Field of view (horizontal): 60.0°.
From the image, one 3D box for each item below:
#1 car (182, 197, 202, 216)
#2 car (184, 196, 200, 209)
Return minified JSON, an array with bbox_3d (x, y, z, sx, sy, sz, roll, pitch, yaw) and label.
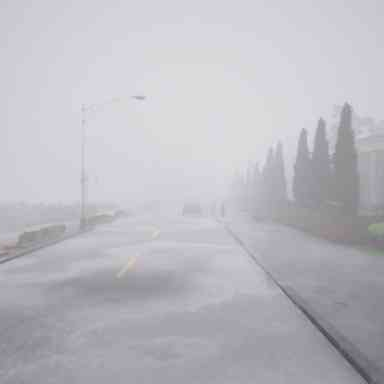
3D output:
[{"bbox_3d":[0.023,1.540,33.523,1.882,1.535,5.008,0,0,0],"label":"car"},{"bbox_3d":[0.055,1.438,46.982,2.097,1.767,4.553,0,0,0],"label":"car"}]
